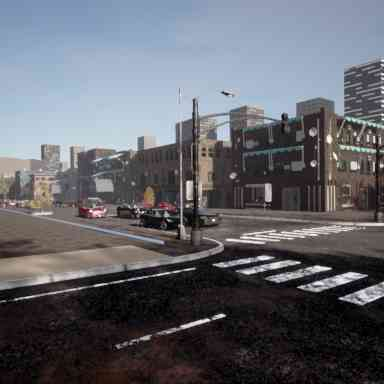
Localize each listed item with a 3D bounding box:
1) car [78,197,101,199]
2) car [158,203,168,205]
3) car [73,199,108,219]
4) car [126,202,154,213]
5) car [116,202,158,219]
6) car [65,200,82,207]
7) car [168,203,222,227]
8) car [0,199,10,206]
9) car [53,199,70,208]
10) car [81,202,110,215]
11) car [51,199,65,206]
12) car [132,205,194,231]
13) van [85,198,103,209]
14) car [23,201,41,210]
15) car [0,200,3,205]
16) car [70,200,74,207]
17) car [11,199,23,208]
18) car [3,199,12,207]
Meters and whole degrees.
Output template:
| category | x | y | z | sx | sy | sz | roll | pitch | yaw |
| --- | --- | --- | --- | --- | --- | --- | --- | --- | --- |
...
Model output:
| category | x | y | z | sx | sy | sz | roll | pitch | yaw |
| --- | --- | --- | --- | --- | --- | --- | --- | --- | --- |
| car | -15.287 | 1.882 | 50.465 | 2.097 | 1.767 | 4.553 | -1 | 0 | -33 |
| car | -3.541 | 1.904 | 39.155 | 1.802 | 1.307 | 4.206 | -2 | 0 | -37 |
| car | -10.256 | 1.847 | 34.136 | 1.967 | 1.590 | 4.097 | -2 | 0 | -37 |
| car | -6.853 | 1.966 | 43.588 | 1.802 | 1.307 | 4.206 | -2 | 0 | -37 |
| car | -5.718 | 1.825 | 32.412 | 2.128 | 1.511 | 4.902 | -1 | 0 | -37 |
| car | -23.419 | 2.228 | 65.759 | 1.887 | 1.381 | 4.507 | -1 | 0 | -37 |
| car | 0.262 | 1.783 | 24.384 | 1.994 | 1.385 | 4.181 | -1 | 0 | -38 |
| car | -46.696 | 2.598 | 82.912 | 1.887 | 1.381 | 4.507 | -1 | 0 | -37 |
| car | -24.929 | 2.204 | 63.455 | 1.837 | 1.490 | 4.892 | -1 | 0 | -36 |
| car | -11.839 | 1.975 | 40.619 | 1.812 | 1.442 | 4.674 | -1 | 0 | -36 |
| car | -30.045 | 2.364 | 74.628 | 1.947 | 1.339 | 4.313 | -1 | 0 | -37 |
| car | -2.045 | 1.815 | 22.948 | 1.947 | 1.339 | 4.313 | -2 | 0 | -37 |
| van | -16.798 | 1.907 | 56.890 | 1.690 | 1.788 | 3.998 | -1 | 0 | -37 |
| car | -26.717 | 2.233 | 56.171 | 1.752 | 1.417 | 4.829 | -1 | 0 | -37 |
| car | -43.383 | 2.547 | 78.478 | 2.008 | 1.369 | 4.403 | -1 | 0 | -37 |
| car | -20.112 | 1.940 | 61.324 | 2.192 | 1.841 | 5.009 | -1 | 0 | -37 |
| car | -33.445 | 2.376 | 65.176 | 2.008 | 1.369 | 4.403 | -1 | 0 | -37 |
| car | -40.073 | 2.380 | 74.043 | 1.967 | 1.590 | 4.097 | -1 | 0 | -37 |
